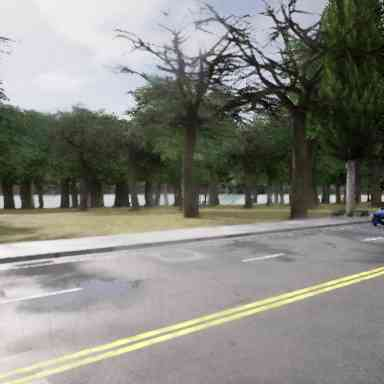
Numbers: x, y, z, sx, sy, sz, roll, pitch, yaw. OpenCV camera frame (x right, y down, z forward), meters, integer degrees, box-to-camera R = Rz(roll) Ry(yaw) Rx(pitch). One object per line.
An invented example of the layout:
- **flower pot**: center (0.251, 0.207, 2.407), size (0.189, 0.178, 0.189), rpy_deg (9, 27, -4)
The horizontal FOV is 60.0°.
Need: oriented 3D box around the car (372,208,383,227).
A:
- **car**: center (13.458, 1.432, 21.280), size (5.008, 1.535, 1.882), rpy_deg (0, 0, -36)
